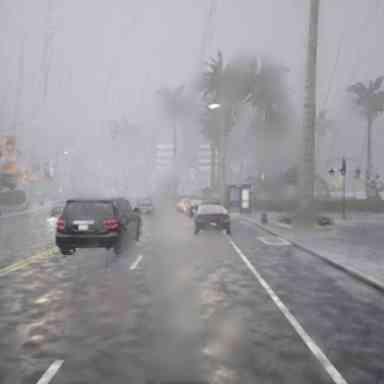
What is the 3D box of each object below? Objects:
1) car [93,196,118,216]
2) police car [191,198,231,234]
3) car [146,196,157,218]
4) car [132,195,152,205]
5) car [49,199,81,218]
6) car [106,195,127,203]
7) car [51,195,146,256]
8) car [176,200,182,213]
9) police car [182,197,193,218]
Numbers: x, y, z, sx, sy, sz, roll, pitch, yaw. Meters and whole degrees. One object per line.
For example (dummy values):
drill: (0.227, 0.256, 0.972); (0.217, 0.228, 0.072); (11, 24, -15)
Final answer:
car: (-8.445, 1.273, 32.757); (2.097, 1.767, 4.553); (0, 0, -11)
police car: (1.048, 1.379, 18.891); (1.930, 1.638, 5.238); (0, 0, 0)
car: (-4.179, 1.420, 29.372); (2.128, 1.511, 4.902); (0, 0, -7)
car: (-8.485, 1.369, 56.218); (1.837, 1.490, 4.892); (0, 0, -29)
car: (-11.617, 1.431, 30.731); (1.837, 1.490, 4.892); (0, 0, -9)
car: (-14.992, 1.334, 65.946); (2.128, 1.511, 4.902); (0, 0, -40)
car: (-3.408, 1.190, 13.120); (2.150, 2.045, 5.566); (0, 0, 0)
car: (-0.557, 1.368, 36.127); (1.801, 1.575, 5.366); (0, 0, -12)
police car: (0.502, 1.354, 29.606); (1.930, 1.638, 5.238); (0, 0, -7)
